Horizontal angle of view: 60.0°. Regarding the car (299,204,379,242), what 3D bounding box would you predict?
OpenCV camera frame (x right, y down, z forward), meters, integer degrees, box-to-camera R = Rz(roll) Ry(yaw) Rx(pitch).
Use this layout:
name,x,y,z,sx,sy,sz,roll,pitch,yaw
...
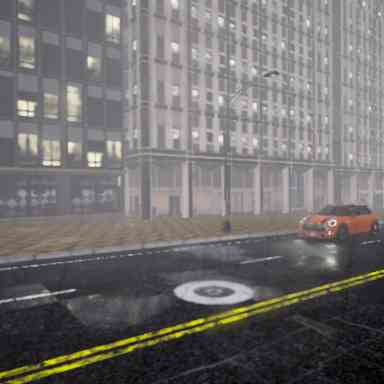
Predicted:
name,x,y,z,sx,sy,sz,roll,pitch,yaw
car,7.532,1.427,16.996,4.553,1.767,2.097,0,0,-35
